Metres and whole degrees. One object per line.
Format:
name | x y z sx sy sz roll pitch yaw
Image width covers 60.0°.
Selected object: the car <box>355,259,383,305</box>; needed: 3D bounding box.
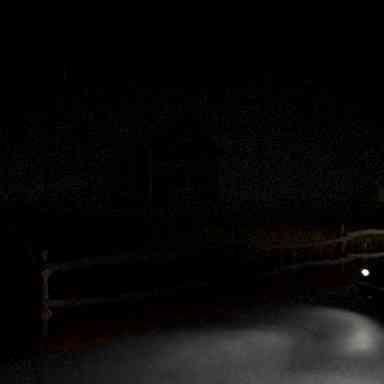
car | 5.490 1.600 6.772 4.718 1.301 1.895 0 0 -31
